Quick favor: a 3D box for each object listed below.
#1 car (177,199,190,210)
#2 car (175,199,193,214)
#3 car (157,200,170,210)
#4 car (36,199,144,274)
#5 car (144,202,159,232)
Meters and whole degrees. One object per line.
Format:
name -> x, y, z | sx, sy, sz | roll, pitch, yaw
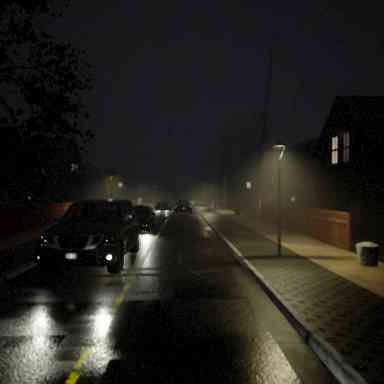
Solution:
car -> -1.258, 1.810, 48.875 | 1.812, 1.442, 4.674 | 0, 0, -2
car -> -0.964, 1.789, 38.879 | 1.994, 1.385, 4.181 | 0, 0, -2
car -> -4.143, 1.837, 46.890 | 1.994, 1.385, 4.181 | 0, 0, -2
car -> -3.127, 1.288, 11.209 | 2.150, 2.045, 5.566 | 0, 0, -1
car -> -3.402, 1.628, 21.117 | 1.837, 1.490, 4.892 | 0, 0, -1
